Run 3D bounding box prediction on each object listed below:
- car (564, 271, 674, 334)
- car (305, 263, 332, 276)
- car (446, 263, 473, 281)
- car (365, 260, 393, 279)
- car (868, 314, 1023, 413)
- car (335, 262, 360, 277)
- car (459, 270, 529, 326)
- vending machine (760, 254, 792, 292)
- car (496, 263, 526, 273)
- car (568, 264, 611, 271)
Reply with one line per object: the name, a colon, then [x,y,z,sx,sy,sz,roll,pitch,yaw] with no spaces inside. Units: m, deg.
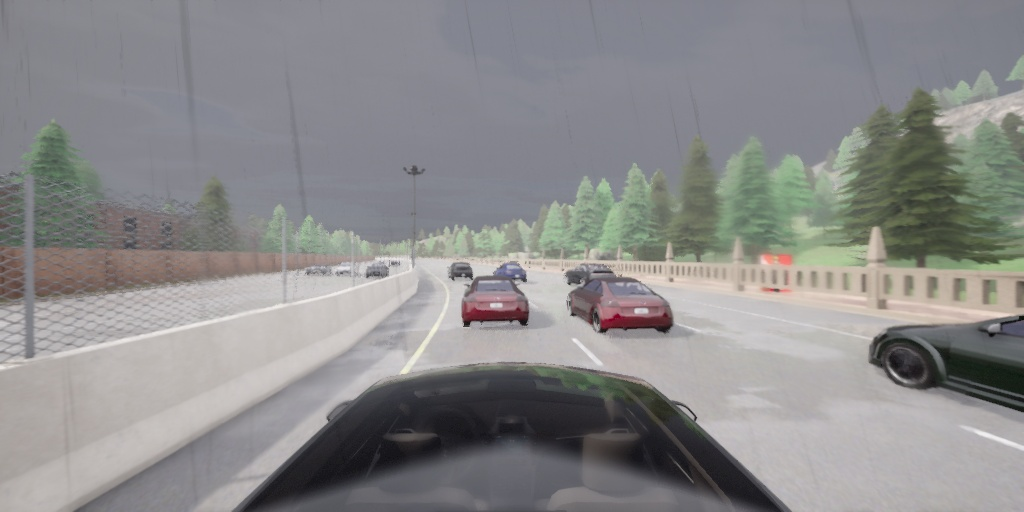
car: [2.993,1.311,10.725,1.994,1.385,4.181,0,0,-5]
car: [-21.820,1.485,40.582,1.895,1.301,4.718,0,0,-16]
car: [-4.554,1.306,31.392,1.837,1.490,4.892,0,0,-15]
car: [-12.799,1.403,34.376,1.994,1.385,4.181,0,0,-16]
car: [6.877,1.288,4.126,1.994,1.385,4.181,0,0,-1]
car: [-17.597,1.389,38.493,1.812,1.442,4.674,0,0,-16]
car: [-0.636,1.328,11.835,1.994,1.385,4.181,0,0,-6]
vending machine: [13.586,0.907,18.468,1.100,2.100,0.880,0,0,-9]
car: [-0.168,1.306,28.359,1.812,1.442,4.674,0,0,-14]
car: [4.775,1.245,22.559,2.128,1.511,4.902,0,0,-11]
